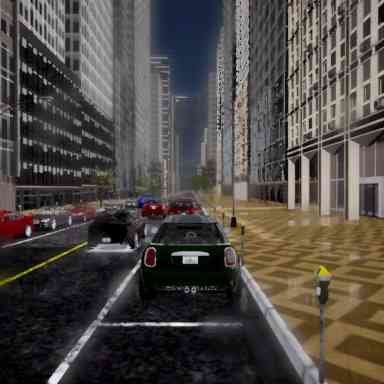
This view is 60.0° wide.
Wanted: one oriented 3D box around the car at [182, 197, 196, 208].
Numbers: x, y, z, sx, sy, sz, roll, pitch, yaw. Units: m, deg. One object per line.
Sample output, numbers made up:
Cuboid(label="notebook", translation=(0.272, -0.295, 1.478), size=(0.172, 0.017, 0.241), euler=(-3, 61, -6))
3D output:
Cuboid(label="car", translation=(-0.463, 1.541, 49.090), size=(2.008, 1.369, 4.403), euler=(-1, 0, 0))

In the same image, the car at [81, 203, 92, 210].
Cuboid(label="car", translation=(-8.843, 1.577, 26.356), size=(1.802, 1.307, 4.206), euler=(-1, 0, 0))

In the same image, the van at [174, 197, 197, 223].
Cuboid(label="van", translation=(-0.465, 1.336, 26.356), size=(1.690, 1.788, 3.998), euler=(-1, 0, 0))

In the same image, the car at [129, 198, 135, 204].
Cuboid(label="car", translation=(-8.843, 1.541, 49.090), size=(2.008, 1.369, 4.403), euler=(-1, 0, 0))

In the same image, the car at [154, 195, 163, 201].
Cuboid(label="car", translation=(-8.844, 1.545, 88.876), size=(1.947, 1.339, 4.313), euler=(-1, 0, 0))

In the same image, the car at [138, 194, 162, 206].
Cuboid(label="car", translation=(-3.145, 1.345, 29.450), size=(2.097, 1.767, 4.553), euler=(0, 0, 0))

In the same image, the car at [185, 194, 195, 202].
Cuboid(label="car", translation=(-0.465, 1.298, 77.509), size=(2.192, 1.841, 5.009), euler=(-1, 0, 0))

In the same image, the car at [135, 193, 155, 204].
Cuboid(label="car", translation=(-6.147, 1.197, 47.091), size=(2.150, 2.045, 5.566), euler=(0, 0, 0))

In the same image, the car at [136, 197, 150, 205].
Cuboid(label="car", translation=(-8.843, 1.569, 60.458), size=(1.802, 1.307, 4.206), euler=(-1, 0, 0))

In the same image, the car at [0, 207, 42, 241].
Cuboid(label="car", translation=(-8.843, 1.542, 14.989), size=(1.887, 1.381, 4.507), euler=(-1, 0, 0))

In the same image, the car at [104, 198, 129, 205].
Cuboid(label="car", translation=(-8.844, 1.544, 37.723), size=(2.008, 1.369, 4.403), euler=(-1, 0, 0))

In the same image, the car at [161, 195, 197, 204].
Cuboid(label="car", translation=(-0.465, 1.311, 20.672), size=(2.192, 1.841, 5.009), euler=(-1, 0, 0))

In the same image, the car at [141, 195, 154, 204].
Cuboid(label="car", translation=(-8.845, 1.426, 66.141), size=(1.967, 1.590, 4.097), euler=(-1, 0, 0))

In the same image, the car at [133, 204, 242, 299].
Cuboid(label="car", translation=(-0.033, 1.351, 8.621), size=(2.097, 1.767, 4.553), euler=(0, 0, 0))

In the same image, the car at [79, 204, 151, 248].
Cuboid(label="car", translation=(-3.142, 1.506, 14.678), size=(1.837, 1.490, 4.892), euler=(0, 0, 0))

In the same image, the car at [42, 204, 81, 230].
Cuboid(label="car", translation=(-8.844, 1.547, 20.672), size=(2.008, 1.369, 4.403), euler=(-1, 0, 0))

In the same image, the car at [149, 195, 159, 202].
Cuboid(label="car", translation=(-8.843, 1.508, 77.339), size=(1.752, 1.417, 4.829), euler=(-1, 0, 0))
